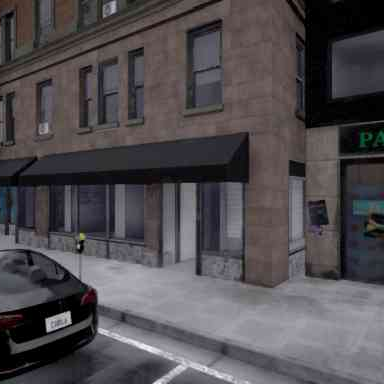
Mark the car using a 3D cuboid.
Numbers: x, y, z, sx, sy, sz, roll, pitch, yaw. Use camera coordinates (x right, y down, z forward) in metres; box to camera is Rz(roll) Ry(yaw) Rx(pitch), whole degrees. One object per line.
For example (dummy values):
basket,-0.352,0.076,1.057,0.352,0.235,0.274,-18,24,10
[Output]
car,-3.266,1.566,5.138,4.313,1.339,1.947,0,0,36
